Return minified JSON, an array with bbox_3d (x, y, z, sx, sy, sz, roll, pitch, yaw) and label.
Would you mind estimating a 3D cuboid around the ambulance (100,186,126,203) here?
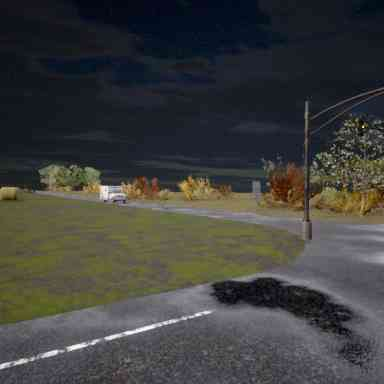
[{"bbox_3d":[-11.873,0.341,50.071,2.351,2.431,6.366,2,0,-32],"label":"ambulance"}]
